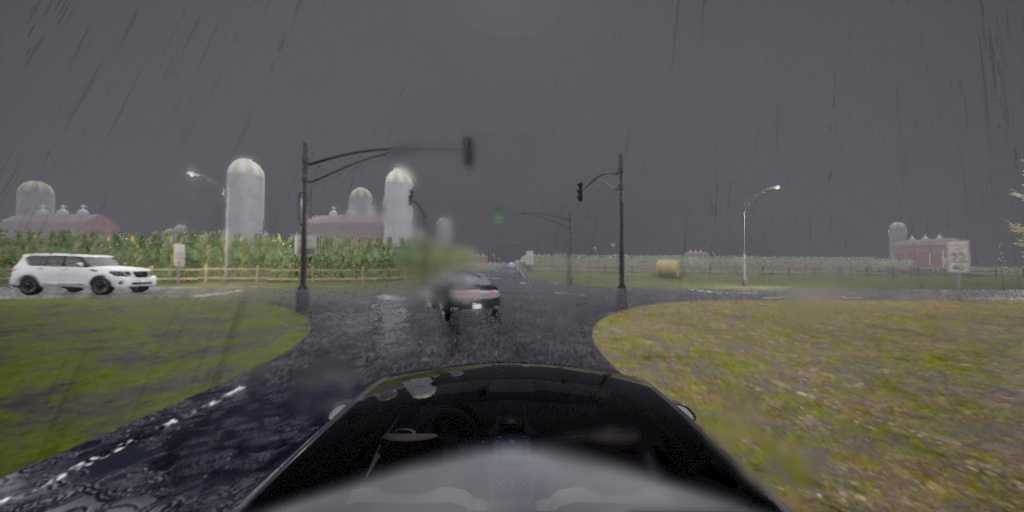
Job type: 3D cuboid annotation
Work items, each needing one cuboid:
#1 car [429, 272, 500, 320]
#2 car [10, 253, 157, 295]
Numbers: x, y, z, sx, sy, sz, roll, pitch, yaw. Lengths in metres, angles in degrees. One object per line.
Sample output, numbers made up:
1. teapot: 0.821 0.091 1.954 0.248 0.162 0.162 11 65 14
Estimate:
1. car: -1.884 1.339 13.217 2.128 1.511 4.902 1 -1 -20
2. car: -21.839 0.904 18.429 5.566 2.045 2.150 0 -2 -3
